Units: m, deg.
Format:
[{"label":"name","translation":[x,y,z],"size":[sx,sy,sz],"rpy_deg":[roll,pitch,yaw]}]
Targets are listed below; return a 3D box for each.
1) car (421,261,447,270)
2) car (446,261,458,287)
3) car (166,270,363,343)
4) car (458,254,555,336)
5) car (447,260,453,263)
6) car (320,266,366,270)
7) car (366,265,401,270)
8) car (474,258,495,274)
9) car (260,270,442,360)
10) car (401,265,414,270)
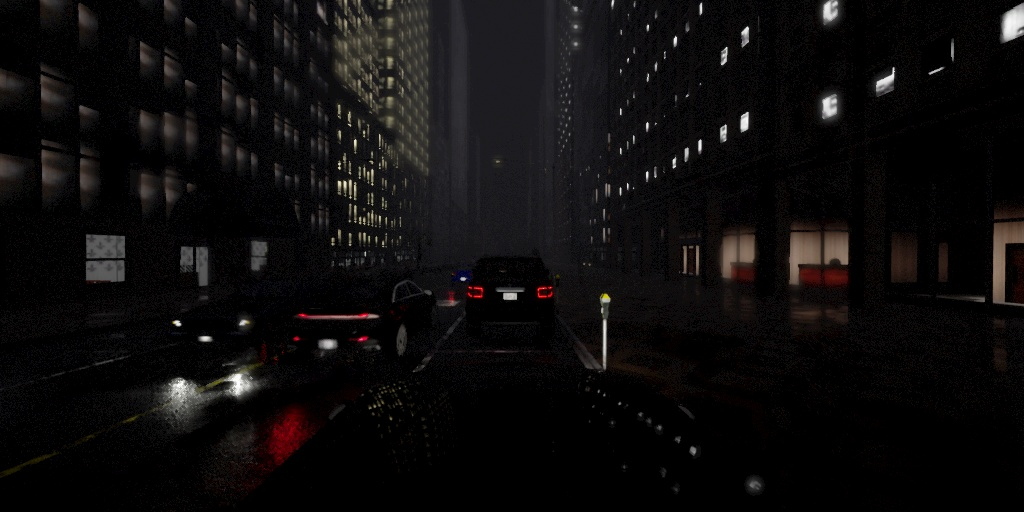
[{"label":"car","translation":[-8.837,1.293,39.574],"size":[2.007,1.370,4.403],"rpy_deg":[0,0,0]},{"label":"car","translation":[-3.058,1.271,24.699],"size":[1.812,1.442,4.674],"rpy_deg":[0,0,0]},{"label":"car","translation":[-6.249,1.296,9.961],"size":[2.033,1.411,5.357],"rpy_deg":[0,0,0]},{"label":"car","translation":[-0.039,0.976,10.531],"size":[2.150,2.045,5.566],"rpy_deg":[0,0,0]},{"label":"car","translation":[-8.837,1.291,50.940],"size":[2.007,1.370,4.403],"rpy_deg":[0,0,0]},{"label":"car","translation":[-8.837,1.292,16.839],"size":[1.888,1.381,4.507],"rpy_deg":[0,0,0]},{"label":"car","translation":[-8.838,1.297,22.523],"size":[2.007,1.370,4.403],"rpy_deg":[0,0,0]},{"label":"car","translation":[-3.144,1.094,41.448],"size":[2.097,1.767,4.553],"rpy_deg":[0,0,0]},{"label":"car","translation":[-3.046,1.240,8.353],"size":[2.128,1.511,4.902],"rpy_deg":[0,0,0]},{"label":"car","translation":[-8.837,1.327,28.206],"size":[1.802,1.307,4.207],"rpy_deg":[0,0,0]}]
